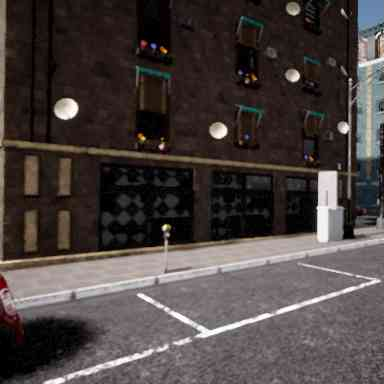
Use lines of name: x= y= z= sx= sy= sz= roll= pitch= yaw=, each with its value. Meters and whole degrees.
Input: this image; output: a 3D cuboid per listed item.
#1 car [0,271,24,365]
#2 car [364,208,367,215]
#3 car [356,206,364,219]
car: x=-4.242 y=1.437 z=3.677 sx=4.097 sy=1.590 sz=1.967 roll=0 pitch=1 yaw=-35
car: x=15.217 y=1.848 z=33.306 sx=1.802 sy=1.307 sz=4.206 roll=1 pitch=-1 yaw=-35
car: x=11.557 y=1.660 z=28.450 sx=1.837 sy=1.490 sz=4.892 roll=1 pitch=-1 yaw=-35
